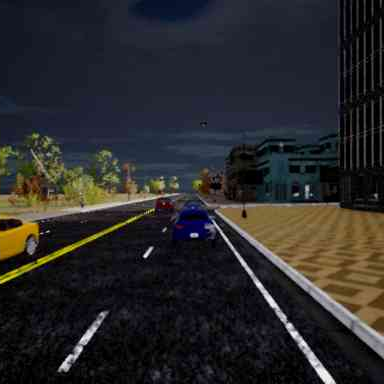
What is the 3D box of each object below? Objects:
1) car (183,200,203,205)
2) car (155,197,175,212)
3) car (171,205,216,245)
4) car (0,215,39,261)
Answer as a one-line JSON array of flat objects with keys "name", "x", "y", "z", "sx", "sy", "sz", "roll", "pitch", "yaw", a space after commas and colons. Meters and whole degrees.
[{"name": "car", "x": 0.089, "y": 1.539, "z": 33.914, "sx": 2.033, "sy": 1.411, "sz": 5.357, "roll": 0, "pitch": 0, "yaw": 0}, {"name": "car", "x": -3.163, "y": 1.341, "z": 39.263, "sx": 2.097, "sy": 1.767, "sz": 4.553, "roll": 0, "pitch": 0, "yaw": 0}, {"name": "car", "x": 0.093, "y": 1.522, "z": 15.323, "sx": 1.812, "sy": 1.442, "sz": 4.674, "roll": 0, "pitch": 0, "yaw": 0}, {"name": "car", "x": -6.576, "y": 1.475, "z": 10.234, "sx": 1.882, "sy": 1.535, "sz": 5.008, "roll": 0, "pitch": 0, "yaw": 0}]
